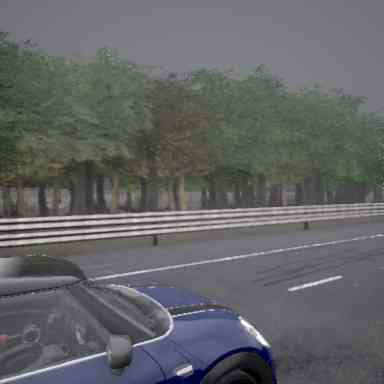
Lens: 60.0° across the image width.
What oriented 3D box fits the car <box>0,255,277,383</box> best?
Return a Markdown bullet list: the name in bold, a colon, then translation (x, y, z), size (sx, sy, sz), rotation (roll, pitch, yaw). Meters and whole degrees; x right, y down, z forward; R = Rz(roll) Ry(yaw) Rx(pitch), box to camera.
- **car**: translation (-1.399, 1.350, 2.736), size (4.553, 1.767, 2.097), rotation (0, 0, -35)
